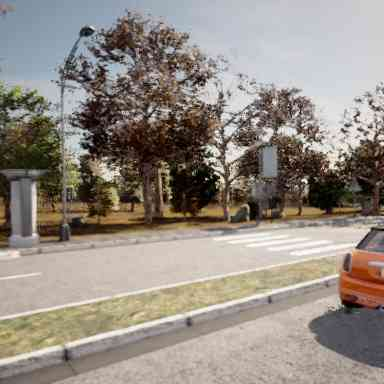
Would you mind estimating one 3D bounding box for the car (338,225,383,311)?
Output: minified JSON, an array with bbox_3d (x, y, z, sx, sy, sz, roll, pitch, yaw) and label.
[{"bbox_3d":[4.989,1.364,6.668,4.553,1.767,2.097,0,0,-35],"label":"car"}]
